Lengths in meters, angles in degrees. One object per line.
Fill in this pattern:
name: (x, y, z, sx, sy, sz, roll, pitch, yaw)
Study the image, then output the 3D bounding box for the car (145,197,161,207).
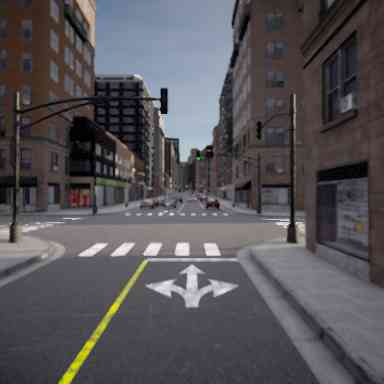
car: (-5.829, 1.505, 49.920, 1.947, 1.339, 4.313, 1, 0, 0)

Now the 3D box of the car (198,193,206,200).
car: (2.789, 1.197, 94.593, 2.192, 1.841, 5.009, 1, 0, 0)

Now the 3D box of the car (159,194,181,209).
car: (-3.049, 1.434, 44.847, 2.128, 1.511, 4.902, 0, 0, 0)

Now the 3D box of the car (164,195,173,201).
car: (-5.768, 1.465, 83.436, 1.947, 1.339, 4.313, 1, 0, 0)

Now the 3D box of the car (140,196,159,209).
car: (-5.839, 1.526, 44.335, 1.802, 1.307, 4.206, 1, 0, 0)

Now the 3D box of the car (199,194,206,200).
car: (2.778, 1.330, 89.008, 1.967, 1.590, 4.097, 1, 0, 0)

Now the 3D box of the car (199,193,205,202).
car: (2.750, 1.497, 72.251, 1.802, 1.307, 4.206, 1, 0, 0)

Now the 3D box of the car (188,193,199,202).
car: (0.073, 1.505, 71.115, 1.895, 1.301, 4.718, 0, 0, 0)

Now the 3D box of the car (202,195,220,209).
car: (2.706, 1.488, 44.322, 1.887, 1.381, 4.507, 1, 0, 0)

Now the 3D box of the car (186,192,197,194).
car: (0.088, 1.288, 81.091, 1.994, 1.385, 4.181, 0, 0, 0)

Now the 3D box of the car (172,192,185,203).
car: (-2.937, 1.146, 64.562, 2.150, 2.045, 5.566, 0, 0, 0)

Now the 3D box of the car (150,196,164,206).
car: (-5.819, 1.460, 55.337, 1.752, 1.417, 4.829, 1, 0, 0)

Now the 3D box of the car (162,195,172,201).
car: (-5.778, 1.458, 77.850, 2.008, 1.369, 4.403, 1, 0, 0)

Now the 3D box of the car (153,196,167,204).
car: (-5.809, 1.480, 61.092, 2.008, 1.369, 4.403, 1, 0, 0)
